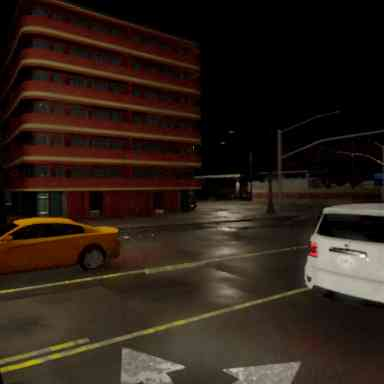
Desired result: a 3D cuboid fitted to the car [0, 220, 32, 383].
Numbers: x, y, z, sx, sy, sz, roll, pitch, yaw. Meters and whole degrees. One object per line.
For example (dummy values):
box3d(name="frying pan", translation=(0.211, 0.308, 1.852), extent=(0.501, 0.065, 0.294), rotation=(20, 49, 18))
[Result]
box3d(name="car", translation=(-3.769, 1.214, 1.062), extent=(5.566, 2.045, 2.150), rotation=(0, 0, -35))

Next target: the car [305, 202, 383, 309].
box3d(name="car", translation=(4.788, 1.244, 7.150), extent=(5.566, 2.045, 2.150), rotation=(0, 0, -35))

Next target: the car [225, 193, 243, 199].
box3d(name="car", translation=(11.226, 1.003, 85.033), extent=(3.806, 1.475, 1.970), rotation=(-1, 1, -35))

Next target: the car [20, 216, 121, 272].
box3d(name="car", translation=(-4.504, 1.482, 9.370), extent=(5.008, 1.535, 1.882), rotation=(0, 0, -35))

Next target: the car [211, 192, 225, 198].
box3d(name="car", translation=(7.257, 0.853, 89.257), extent=(4.611, 1.667, 2.242), rotation=(-1, 1, -35))
